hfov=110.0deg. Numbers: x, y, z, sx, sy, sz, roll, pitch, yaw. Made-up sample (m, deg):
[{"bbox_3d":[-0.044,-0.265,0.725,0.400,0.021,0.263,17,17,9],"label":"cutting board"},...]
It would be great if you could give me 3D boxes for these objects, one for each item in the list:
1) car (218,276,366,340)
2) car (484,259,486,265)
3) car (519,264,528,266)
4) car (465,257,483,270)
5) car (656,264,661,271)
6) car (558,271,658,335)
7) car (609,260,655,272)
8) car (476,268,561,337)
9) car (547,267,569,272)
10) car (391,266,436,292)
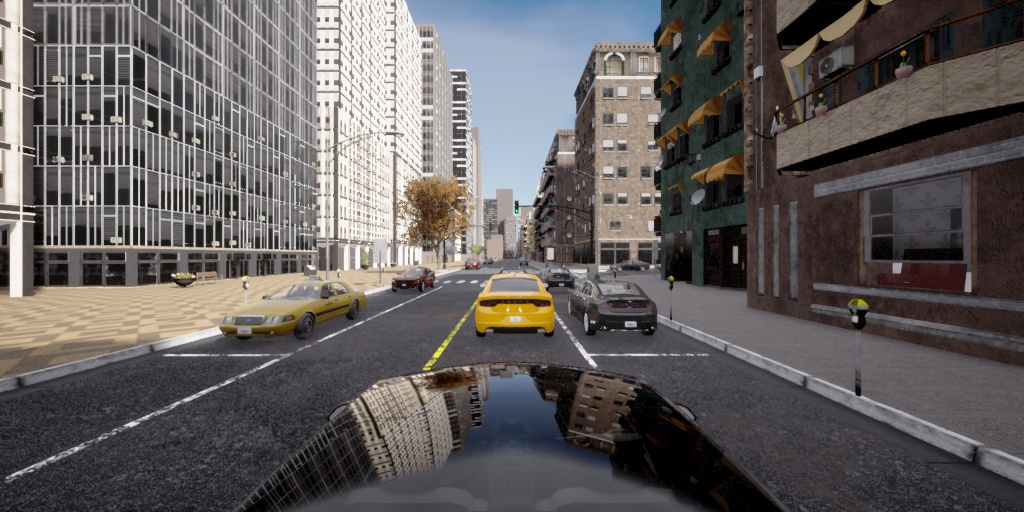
[{"bbox_3d":[-5.712,1.276,10.057,1.751,1.417,4.829,0,0,0],"label":"car"},{"bbox_3d":[-5.832,1.357,59.202,1.948,1.339,4.313,0,0,0],"label":"car"},{"bbox_3d":[0.054,1.355,20.668,1.895,1.301,4.718,0,0,0],"label":"car"},{"bbox_3d":[-5.819,1.099,53.679,2.192,1.841,5.009,0,0,0],"label":"car"},{"bbox_3d":[18.736,1.006,40.823,4.829,1.417,1.751,0,0,-1],"label":"car"},{"bbox_3d":[2.668,1.301,10.246,2.007,1.370,4.403,0,0,0],"label":"car"},{"bbox_3d":[13.339,1.109,40.755,4.403,1.370,2.007,0,0,-1],"label":"car"},{"bbox_3d":[0.068,1.228,10.339,1.882,1.535,5.008,0,0,0],"label":"car"},{"bbox_3d":[2.641,1.305,21.312,2.007,1.370,4.403,0,0,0],"label":"car"},{"bbox_3d":[-5.739,1.300,21.292,1.888,1.381,4.507,0,0,0],"label":"car"}]
